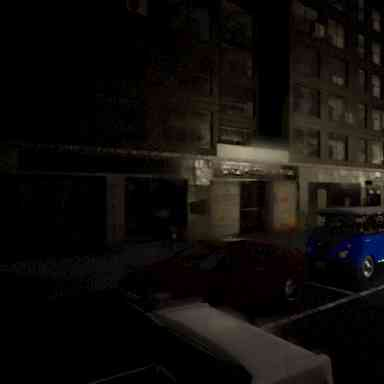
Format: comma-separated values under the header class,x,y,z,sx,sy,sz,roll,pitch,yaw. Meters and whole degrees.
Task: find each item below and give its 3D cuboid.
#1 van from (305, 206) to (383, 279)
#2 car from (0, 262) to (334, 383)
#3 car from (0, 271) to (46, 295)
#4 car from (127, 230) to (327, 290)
class,x,y,z,sx,sy,sz,roll,pitch,yaw
van,5.011,1.331,9.761,3.998,1.788,1.690,0,0,-35
car,-1.198,1.601,2.207,4.718,1.301,1.895,0,0,-35
car,-3.803,1.567,3.476,4.313,1.339,1.947,0,0,-35
car,0.604,1.578,6.618,4.206,1.307,1.802,0,0,-35
